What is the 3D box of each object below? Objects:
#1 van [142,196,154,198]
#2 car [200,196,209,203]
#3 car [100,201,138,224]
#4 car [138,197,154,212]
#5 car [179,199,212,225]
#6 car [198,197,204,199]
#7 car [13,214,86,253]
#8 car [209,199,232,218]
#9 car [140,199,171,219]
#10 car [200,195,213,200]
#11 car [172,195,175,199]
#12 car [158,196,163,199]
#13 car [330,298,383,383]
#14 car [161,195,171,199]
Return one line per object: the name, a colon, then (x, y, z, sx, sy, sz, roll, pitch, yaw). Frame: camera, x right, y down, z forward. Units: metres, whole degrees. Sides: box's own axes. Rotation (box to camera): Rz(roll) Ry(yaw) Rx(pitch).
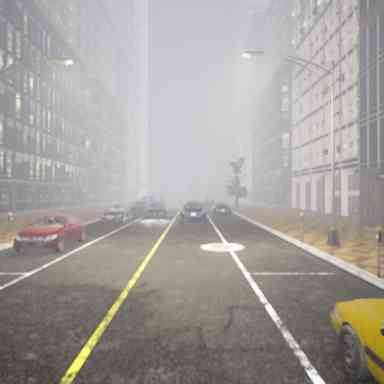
van: (-5.680, 1.420, 42.304, 1.690, 1.788, 3.998, 0, 0, 0)
car: (2.704, 1.644, 70.918, 1.752, 1.417, 4.829, 0, 0, 0)
car: (-5.684, 1.601, 25.227, 2.008, 1.369, 4.403, 0, 0, 0)
car: (-5.682, 1.614, 36.611, 1.887, 1.381, 4.507, 0, 0, 0)
car: (0.103, 1.552, 24.827, 2.163, 1.488, 4.792, 0, 0, 0)
car: (0.106, 1.641, 41.122, 1.994, 1.385, 4.181, 0, 0, 0)
car: (-5.685, 1.611, 13.841, 1.802, 1.307, 4.206, 0, 0, 0)
car: (2.698, 1.625, 30.905, 1.947, 1.339, 4.313, 0, 0, 0)
car: (-3.053, 1.622, 29.351, 1.994, 1.385, 4.181, 0, 0, 0)
car: (2.702, 1.536, 53.672, 1.967, 1.590, 4.097, 0, 0, 0)
car: (-5.676, 1.692, 76.457, 1.947, 1.339, 4.313, 0, 0, 0)
car: (-5.681, 1.670, 47.996, 1.802, 1.307, 4.206, 0, 0, 0)
car: (2.694, 1.531, 2.614, 1.752, 1.417, 4.829, 0, 0, 0)
car: (-5.677, 1.552, 65.072, 1.967, 1.590, 4.097, 0, 0, 0)
